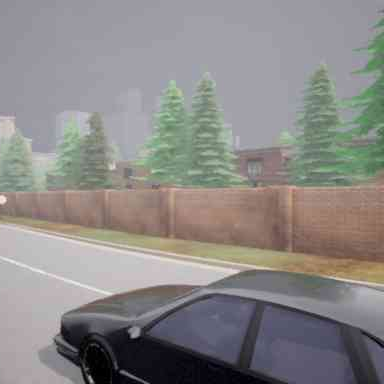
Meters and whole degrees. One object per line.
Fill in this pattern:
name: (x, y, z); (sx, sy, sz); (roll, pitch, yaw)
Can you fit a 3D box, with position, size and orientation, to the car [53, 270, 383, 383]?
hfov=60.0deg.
car: (0.812, 1.584, 3.376); (5.357, 1.411, 2.033); (0, -1, 37)
